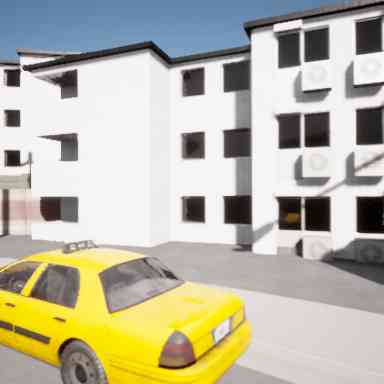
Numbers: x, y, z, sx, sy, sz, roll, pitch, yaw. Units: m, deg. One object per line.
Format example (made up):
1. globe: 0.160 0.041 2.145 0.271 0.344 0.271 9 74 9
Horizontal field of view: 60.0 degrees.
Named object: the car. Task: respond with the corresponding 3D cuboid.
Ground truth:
1. car: -1.860 1.487 4.939 5.366 1.575 1.801 0 0 31
